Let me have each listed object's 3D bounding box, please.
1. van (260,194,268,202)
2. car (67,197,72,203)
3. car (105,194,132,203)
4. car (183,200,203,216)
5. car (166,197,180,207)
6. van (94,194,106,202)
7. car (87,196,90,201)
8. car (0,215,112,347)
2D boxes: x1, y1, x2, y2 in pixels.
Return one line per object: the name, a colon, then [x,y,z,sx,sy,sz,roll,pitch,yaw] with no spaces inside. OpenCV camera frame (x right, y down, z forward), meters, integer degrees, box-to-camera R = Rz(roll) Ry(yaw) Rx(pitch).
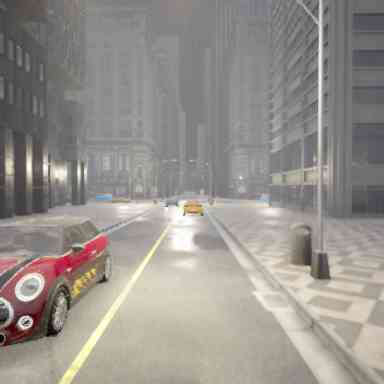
van: [17.765,1.423,76.523,3.998,1.788,1.690,0,1,0]
car: [-25.371,1.617,67.832,4.507,1.381,1.887,0,1,0]
car: [-14.621,1.629,67.864,4.829,1.417,1.752,0,1,0]
car: [0.102,1.486,33.210,1.882,1.535,5.008,0,0,0]
car: [-2.994,1.582,51.417,1.812,1.442,4.674,0,0,0]
van: [-20.219,1.301,76.372,3.998,1.788,1.690,0,1,0]
car: [-25.632,1.511,76.356,4.313,1.339,1.947,0,1,0]
car: [-3.098,1.351,6.621,2.097,1.767,4.553,0,0,0]
